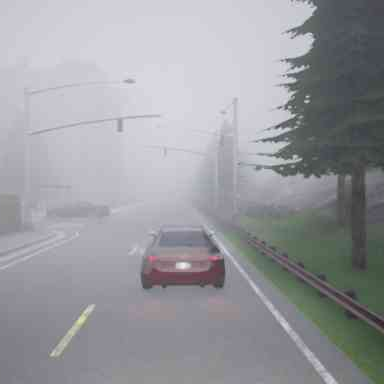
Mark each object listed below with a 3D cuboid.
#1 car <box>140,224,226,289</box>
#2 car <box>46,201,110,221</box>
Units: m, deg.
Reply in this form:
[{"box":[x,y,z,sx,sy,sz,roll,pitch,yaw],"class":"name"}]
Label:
[{"box":[-0.262,1.559,9.186,1.994,1.385,4.181,0,0,-2],"class":"car"},{"box":[-9.264,1.472,27.041,5.008,1.535,1.882,0,-1,3],"class":"car"}]
